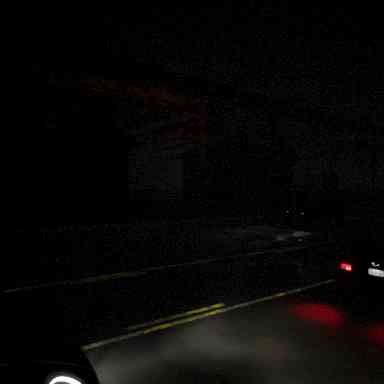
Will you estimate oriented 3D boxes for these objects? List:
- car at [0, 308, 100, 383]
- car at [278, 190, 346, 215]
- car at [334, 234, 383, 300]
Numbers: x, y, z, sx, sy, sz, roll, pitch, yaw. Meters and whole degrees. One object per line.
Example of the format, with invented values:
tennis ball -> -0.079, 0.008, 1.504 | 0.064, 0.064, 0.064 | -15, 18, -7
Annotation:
car -> -2.769, 1.352, 1.753 | 4.553, 1.767, 2.097 | 0, 0, -36
car -> 8.306, 0.879, 22.705 | 5.566, 2.045, 2.150 | 0, 0, -36
car -> 5.467, 1.547, 7.658 | 5.357, 1.411, 2.033 | 0, 0, -36
